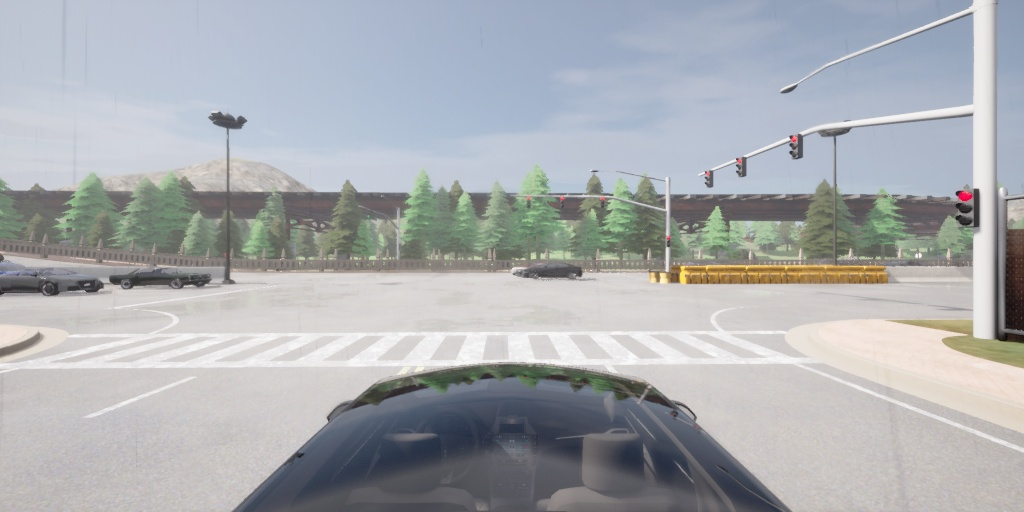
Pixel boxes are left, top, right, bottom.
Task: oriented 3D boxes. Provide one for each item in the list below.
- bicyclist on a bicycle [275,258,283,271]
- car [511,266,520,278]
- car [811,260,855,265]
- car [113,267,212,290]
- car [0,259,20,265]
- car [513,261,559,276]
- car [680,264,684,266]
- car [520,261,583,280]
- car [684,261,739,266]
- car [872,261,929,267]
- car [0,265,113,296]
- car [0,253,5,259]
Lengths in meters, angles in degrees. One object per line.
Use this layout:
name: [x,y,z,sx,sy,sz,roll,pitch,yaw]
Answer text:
bicyclist on a bicycle: [-28.458,1.041,43.894,0.582,1.620,1.656,0,0,-2]
car: [2.254,1.351,33.561,4.718,1.301,1.895,0,0,-2]
car: [27.113,1.103,30.835,4.553,1.767,2.097,0,0,-2]
car: [-21.484,1.345,22.115,4.718,1.301,1.895,0,0,-2]
car: [-31.000,1.164,21.823,5.008,1.535,1.882,1,0,-2]
car: [2.427,1.276,37.069,4.674,1.442,1.812,0,0,-2]
car: [19.191,1.297,37.592,5.357,1.411,2.033,0,0,-2]
car: [3.432,1.227,30.097,5.008,1.535,1.882,0,0,-2]
car: [19.552,1.227,34.101,5.008,1.535,1.882,0,0,-2]
car: [37.348,1.253,34.648,4.892,1.490,1.837,-1,0,-2]
car: [-24.024,1.306,18.537,4.181,1.385,1.994,0,0,-2]
car: [-53.090,-0.220,35.325,4.181,1.385,1.994,7,0,-1]
